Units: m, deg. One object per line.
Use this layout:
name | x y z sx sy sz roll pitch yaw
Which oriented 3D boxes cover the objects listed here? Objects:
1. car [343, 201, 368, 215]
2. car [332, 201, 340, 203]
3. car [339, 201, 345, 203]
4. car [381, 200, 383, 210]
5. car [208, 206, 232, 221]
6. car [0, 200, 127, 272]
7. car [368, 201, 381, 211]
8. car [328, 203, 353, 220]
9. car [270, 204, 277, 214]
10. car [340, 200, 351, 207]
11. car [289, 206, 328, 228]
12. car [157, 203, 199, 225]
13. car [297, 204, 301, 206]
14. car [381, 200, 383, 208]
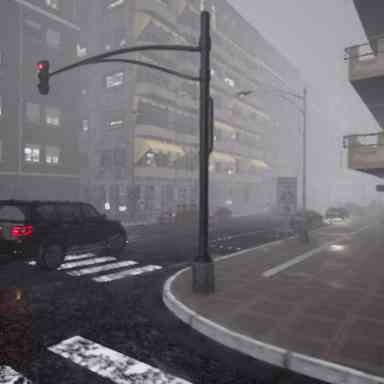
car | 22.217 2.379 45.220 1.752 1.417 4.829 -1 -1 35
car | 31.546 2.682 73.118 1.967 1.590 4.097 -1 -1 35
car | 26.832 2.501 56.245 1.882 1.535 5.008 1 -1 35
car | 35.150 2.544 63.670 2.192 1.841 5.009 -1 -1 35
car | 2.293 1.973 31.253 1.802 1.307 4.206 -1 -1 35
car | -4.470 1.301 11.549 2.150 2.045 5.566 0 -2 21
car | 31.883 2.716 59.025 1.802 1.307 4.206 -1 -1 35
car | 15.611 2.228 35.782 1.947 1.339 4.313 -1 -1 35
car | 12.055 2.219 45.200 1.887 1.381 4.507 -1 -1 35
car | 38.061 2.870 82.411 1.967 1.590 4.097 -1 -1 35
car | 9.103 2.038 26.485 1.947 1.339 4.313 -1 -1 35
car | -0.960 1.736 26.607 1.967 1.590 4.097 -1 -1 35
car | 15.212 2.292 49.710 1.752 1.417 4.829 -1 -1 35
car | 48.179 2.921 82.256 2.192 1.841 5.009 -1 -1 35
